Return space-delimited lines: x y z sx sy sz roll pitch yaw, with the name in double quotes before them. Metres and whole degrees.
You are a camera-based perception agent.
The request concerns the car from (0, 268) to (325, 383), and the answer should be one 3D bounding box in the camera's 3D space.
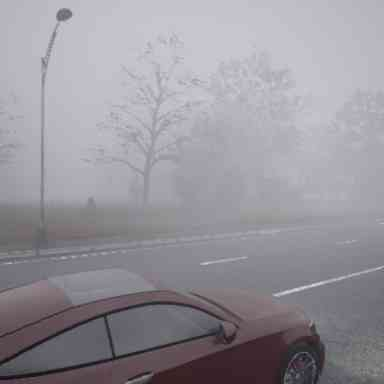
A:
"car" -0.659 1.533 3.276 4.674 1.442 1.812 0 0 -35
